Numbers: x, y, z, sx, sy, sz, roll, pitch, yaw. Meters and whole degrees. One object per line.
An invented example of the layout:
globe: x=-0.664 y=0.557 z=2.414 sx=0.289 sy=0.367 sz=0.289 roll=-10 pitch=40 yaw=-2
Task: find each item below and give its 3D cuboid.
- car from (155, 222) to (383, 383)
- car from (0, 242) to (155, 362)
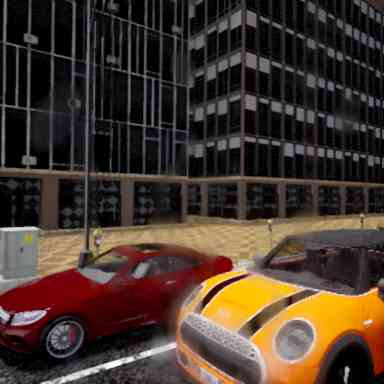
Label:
car: x=2.013 y=1.388 z=4.817 sx=4.553 sy=1.767 sz=2.097 roll=1 pitch=0 yaw=-36
car: x=-0.999 y=1.603 z=5.846 sx=4.206 sy=1.307 sz=1.802 roll=1 pitch=0 yaw=-36
